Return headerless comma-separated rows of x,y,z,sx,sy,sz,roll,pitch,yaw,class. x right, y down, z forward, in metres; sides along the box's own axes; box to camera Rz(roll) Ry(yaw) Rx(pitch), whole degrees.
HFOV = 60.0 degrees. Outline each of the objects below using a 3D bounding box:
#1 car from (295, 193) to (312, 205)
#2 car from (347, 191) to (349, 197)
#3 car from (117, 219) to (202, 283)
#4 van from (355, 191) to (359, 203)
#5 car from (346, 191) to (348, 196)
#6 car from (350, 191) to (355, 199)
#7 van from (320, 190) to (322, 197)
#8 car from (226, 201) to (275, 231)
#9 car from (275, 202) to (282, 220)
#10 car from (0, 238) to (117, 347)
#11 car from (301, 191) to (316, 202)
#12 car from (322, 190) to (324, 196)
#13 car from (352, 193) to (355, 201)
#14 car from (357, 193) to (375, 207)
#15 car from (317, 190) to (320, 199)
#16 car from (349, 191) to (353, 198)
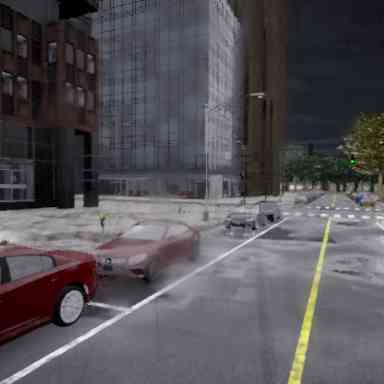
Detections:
16.191,1.171,48.902,1.802,1.307,4.206,0,1,24,car
37.632,0.977,76.736,2.008,1.369,4.403,0,1,24,car
-1.043,1.460,9.393,1.802,1.307,4.206,0,0,24,car
26.279,1.013,50.707,1.690,1.788,3.998,0,1,24,van
39.903,0.690,81.938,2.192,1.841,5.009,0,1,24,car
33.159,1.053,66.481,1.752,1.417,4.829,0,1,24,car
29.817,0.640,80.135,1.690,1.788,3.998,0,1,24,van
3.257,1.365,19.251,2.008,1.369,4.403,0,0,24,car
5.408,1.345,24.182,1.947,1.339,4.313,0,0,24,car
-3.193,1.452,4.464,1.887,1.381,4.507,0,0,24,car
18.462,0.859,54.106,2.192,1.841,5.009,0,1,24,car
32.087,0.687,85.342,1.967,1.590,4.097,0,1,24,car
28.550,1.192,55.915,1.947,1.339,4.313,0,1,24,car
24.076,1.241,45.658,1.752,1.417,4.829,0,1,24,car
23.004,0.765,64.518,2.192,1.841,5.009,0,1,24,car
35.362,1.023,71.531,1.887,1.381,4.507,0,1,24,car
